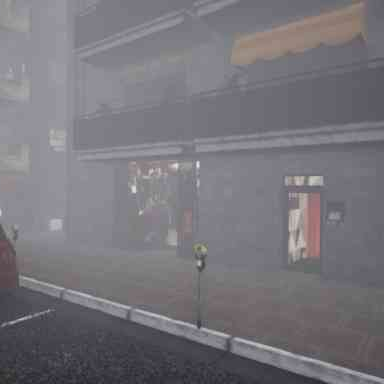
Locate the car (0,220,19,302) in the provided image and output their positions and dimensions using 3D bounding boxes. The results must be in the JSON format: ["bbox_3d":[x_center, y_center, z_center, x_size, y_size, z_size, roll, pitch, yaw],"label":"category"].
[{"bbox_3d":[-5.531,1.313,6.792,5.009,1.841,2.192,0,1,35],"label":"car"}]
